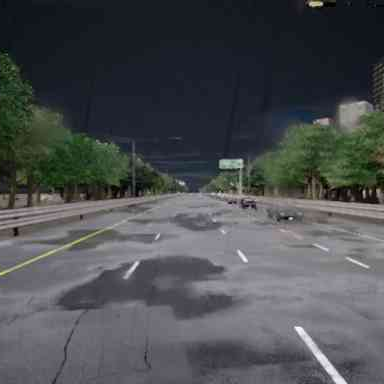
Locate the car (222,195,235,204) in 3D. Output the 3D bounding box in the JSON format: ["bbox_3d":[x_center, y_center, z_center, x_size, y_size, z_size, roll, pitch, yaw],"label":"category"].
[{"bbox_3d":[7.243,1.628,61.457,1.895,1.301,4.718,0,0,0],"label":"car"}]

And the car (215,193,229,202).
[{"bbox_3d":[7.404,1.548,80.432,2.128,1.511,4.902,0,0,1],"label":"car"}]

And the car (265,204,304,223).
[{"bbox_3d":[7.053,1.611,25.869,1.895,1.301,4.718,0,0,0],"label":"car"}]

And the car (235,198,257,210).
[{"bbox_3d":[7.128,1.525,42.994,1.837,1.490,4.892,0,0,0],"label":"car"}]
